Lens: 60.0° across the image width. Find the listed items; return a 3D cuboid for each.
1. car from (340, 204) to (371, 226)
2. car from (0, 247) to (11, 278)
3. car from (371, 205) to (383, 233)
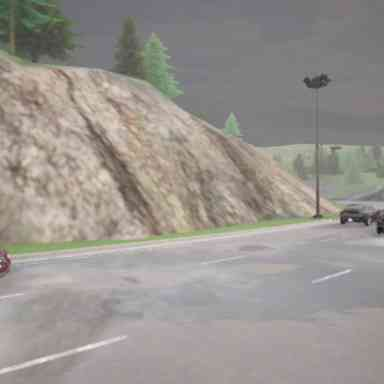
[{"bbox_3d":[12.325,1.604,24.118,1.837,1.490,4.892,0,0,44],"label":"car"},{"bbox_3d":[-6.764,1.604,7.568,4.674,1.442,1.812,0,0,-35],"label":"car"},{"bbox_3d":[12.397,1.419,19.206,4.553,1.767,2.097,0,-1,-45],"label":"car"}]
